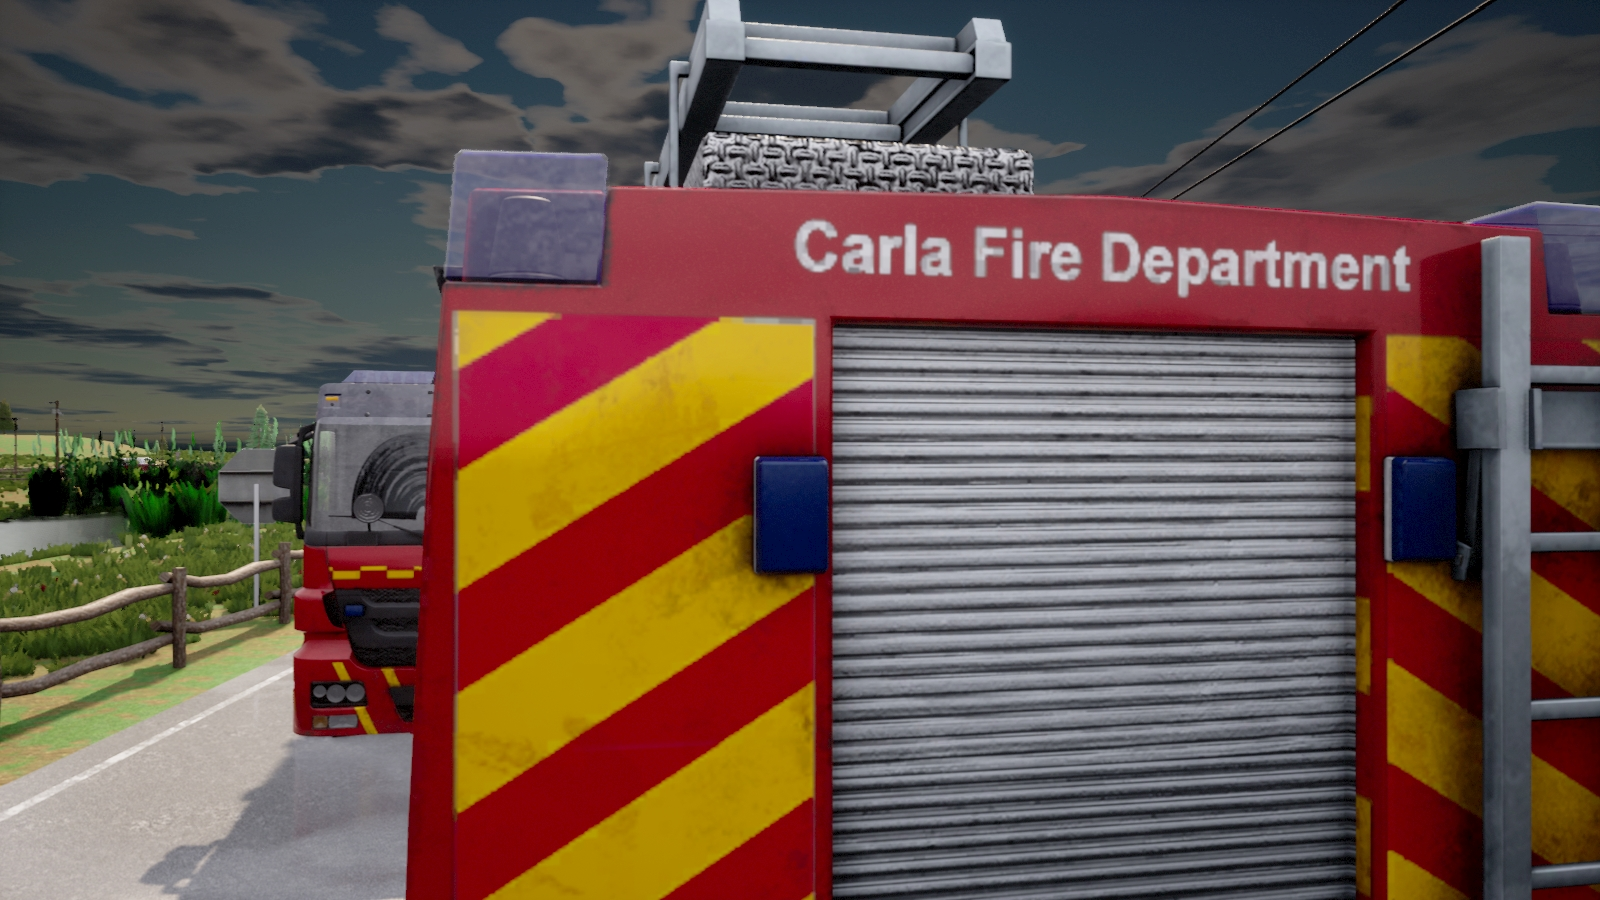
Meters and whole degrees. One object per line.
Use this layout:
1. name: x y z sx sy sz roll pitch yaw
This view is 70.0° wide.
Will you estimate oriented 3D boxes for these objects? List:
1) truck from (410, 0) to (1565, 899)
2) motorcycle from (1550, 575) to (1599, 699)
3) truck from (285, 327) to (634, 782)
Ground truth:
1. truck: -0.244 0.865 6.863 2.891 3.827 8.468 0 0 -11
2. motorcycle: 9.846 2.144 13.230 1.805 1.316 0.856 0 0 -7
3. truck: -3.855 0.864 14.050 2.891 3.827 8.468 0 0 -13
